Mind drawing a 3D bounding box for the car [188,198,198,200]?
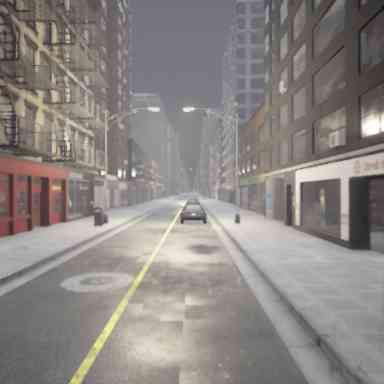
[{"bbox_3d":[0.114,1.526,42.573,2.033,1.411,5.357,0,0,0],"label":"car"}]

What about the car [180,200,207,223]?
[{"bbox_3d":[0.109,1.557,25.569,1.994,1.385,4.181,0,0,0],"label":"car"}]
